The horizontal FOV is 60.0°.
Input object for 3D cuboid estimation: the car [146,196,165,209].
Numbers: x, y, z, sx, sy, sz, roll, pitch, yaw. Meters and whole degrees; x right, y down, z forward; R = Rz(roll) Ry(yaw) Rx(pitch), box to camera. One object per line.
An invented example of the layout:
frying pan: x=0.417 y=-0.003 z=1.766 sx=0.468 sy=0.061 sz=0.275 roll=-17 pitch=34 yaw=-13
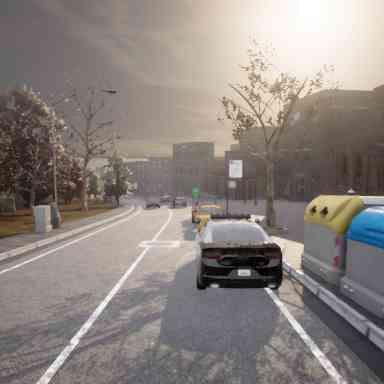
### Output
car: x=-5.135 y=1.497 z=44.042 sx=2.033 sy=1.411 sz=5.357 roll=-1 pitch=0 yaw=-8

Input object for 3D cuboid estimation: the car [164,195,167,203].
car: x=-4.777 y=1.386 z=60.386 sx=1.837 sy=1.490 sz=4.892 roll=-2 pitch=0 yaw=-16

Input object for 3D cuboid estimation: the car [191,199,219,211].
car: x=1.033 y=1.419 z=19.358 sx=1.801 sy=1.575 sz=5.366 roll=0 pitch=0 yaw=0

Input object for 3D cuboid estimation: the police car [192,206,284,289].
police car: x=1.042 y=1.408 z=9.232 sx=1.930 sy=1.638 sz=5.238 roll=0 pitch=0 yaw=0

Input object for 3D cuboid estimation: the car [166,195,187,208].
car: x=-1.932 y=1.384 z=46.897 sx=2.128 sy=1.511 sz=4.902 roll=-1 pitch=0 yaw=-10
